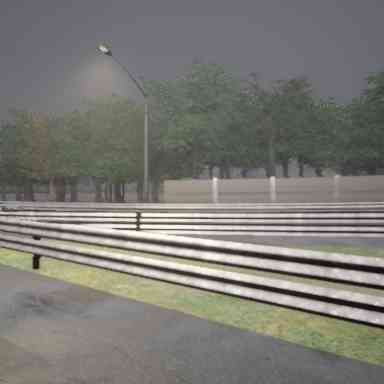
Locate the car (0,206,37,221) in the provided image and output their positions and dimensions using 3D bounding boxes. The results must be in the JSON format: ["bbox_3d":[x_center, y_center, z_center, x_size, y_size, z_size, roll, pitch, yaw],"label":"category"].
[{"bbox_3d":[-13.052,1.597,22.639,4.718,1.301,1.895,1,0,12],"label":"car"}]
